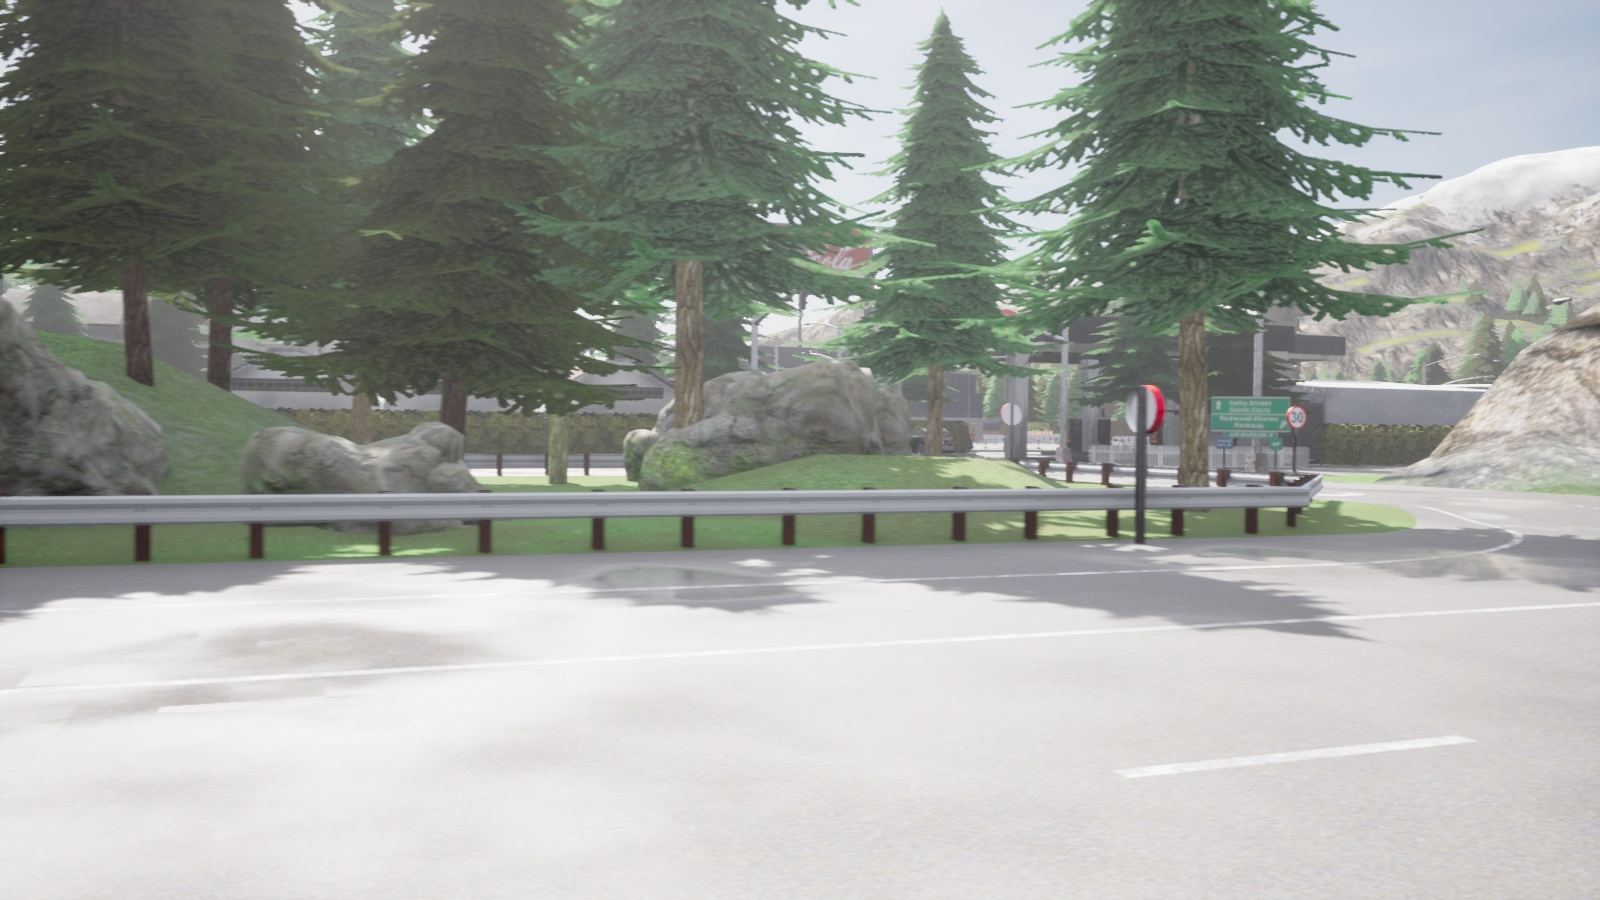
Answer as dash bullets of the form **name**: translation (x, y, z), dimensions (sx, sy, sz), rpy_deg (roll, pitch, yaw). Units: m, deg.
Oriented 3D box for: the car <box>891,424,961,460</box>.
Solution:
- **car**: translation (5.578, -0.390, 56.075), dimensions (1.789, 1.549, 3.705), rpy_deg (-1, 1, -17)
